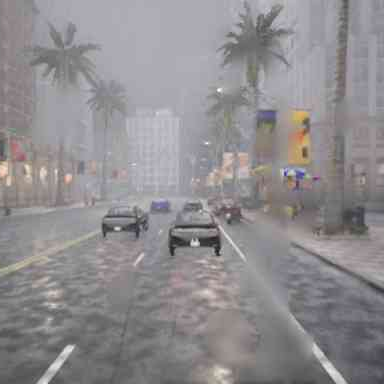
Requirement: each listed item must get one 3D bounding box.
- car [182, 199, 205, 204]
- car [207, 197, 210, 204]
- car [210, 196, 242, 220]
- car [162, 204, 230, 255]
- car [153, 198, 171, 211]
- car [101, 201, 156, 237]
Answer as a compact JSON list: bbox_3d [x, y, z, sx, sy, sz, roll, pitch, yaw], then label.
[{"bbox_3d":[0.114,1.428,31.912,1.837,1.490,4.892,0,0,0],"label":"car"},{"bbox_3d":[3.415,1.387,52.216,2.161,1.482,4.786,0,0,0],"label":"car"},{"bbox_3d":[3.103,1.281,30.286,2.185,1.767,4.553,0,0,0],"label":"car"},{"bbox_3d":[0.101,1.459,13.237,2.128,1.511,4.902,0,0,0],"label":"car"},{"bbox_3d":[-3.356,1.390,36.350,1.882,1.535,5.008,0,0,1],"label":"car"},{"bbox_3d":[-3.398,1.449,17.616,2.128,1.511,4.902,0,0,0],"label":"car"}]
